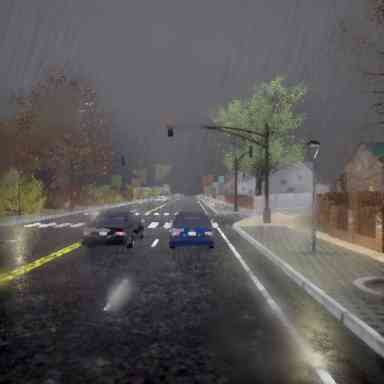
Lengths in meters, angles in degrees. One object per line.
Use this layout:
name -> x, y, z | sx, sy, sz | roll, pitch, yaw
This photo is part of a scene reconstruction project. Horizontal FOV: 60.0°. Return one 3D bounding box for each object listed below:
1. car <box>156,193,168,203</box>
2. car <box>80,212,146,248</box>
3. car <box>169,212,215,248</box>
car -> -6.499, 1.295, 72.922 | 2.150, 2.045, 5.566 | 0, 0, 0
car -> -3.250, 1.568, 14.651 | 2.033, 1.411, 5.357 | 0, 0, 0
car -> 0.000, 1.568, 14.651 | 2.033, 1.411, 5.357 | 0, 0, 0
